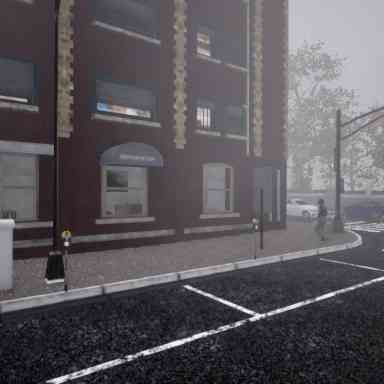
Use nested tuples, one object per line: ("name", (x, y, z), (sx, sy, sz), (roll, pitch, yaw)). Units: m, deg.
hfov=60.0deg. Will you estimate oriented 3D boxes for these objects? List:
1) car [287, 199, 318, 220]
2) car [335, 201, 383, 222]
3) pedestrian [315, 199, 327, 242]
("car", (8.019, 1.256, 25.821), (1.812, 1.442, 4.674), (0, 1, -36))
("car", (12.869, 1.374, 24.620), (1.994, 1.385, 4.181), (0, 1, -36))
("pedestrian", (5.388, 1.145, 13.864), (0.375, 1.860, 0.375), (0, 0, -36))
